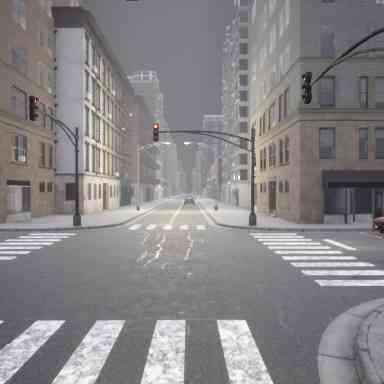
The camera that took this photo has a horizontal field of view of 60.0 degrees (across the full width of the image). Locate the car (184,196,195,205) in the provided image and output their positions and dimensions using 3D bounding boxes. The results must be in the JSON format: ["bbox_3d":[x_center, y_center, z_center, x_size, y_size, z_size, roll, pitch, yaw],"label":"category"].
[{"bbox_3d":[-0.457,1.541,59.184,1.812,1.442,4.674,0,0,0],"label":"car"}]

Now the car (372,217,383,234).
[{"bbox_3d":[11.644,1.529,16.987,4.507,1.381,1.887,0,0,0],"label":"car"}]

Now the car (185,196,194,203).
[{"bbox_3d":[-0.535,1.548,69.189,1.812,1.442,4.674,0,0,0],"label":"car"}]
